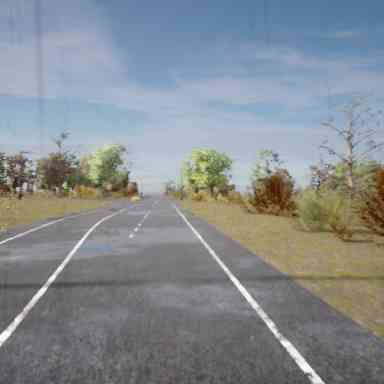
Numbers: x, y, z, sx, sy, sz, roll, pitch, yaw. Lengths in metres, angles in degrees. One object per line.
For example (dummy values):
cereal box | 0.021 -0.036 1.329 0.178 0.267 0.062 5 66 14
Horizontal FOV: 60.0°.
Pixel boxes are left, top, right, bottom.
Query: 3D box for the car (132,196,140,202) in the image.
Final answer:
car | -14.098 1.772 83.716 1.882 1.535 5.008 0 0 -5
